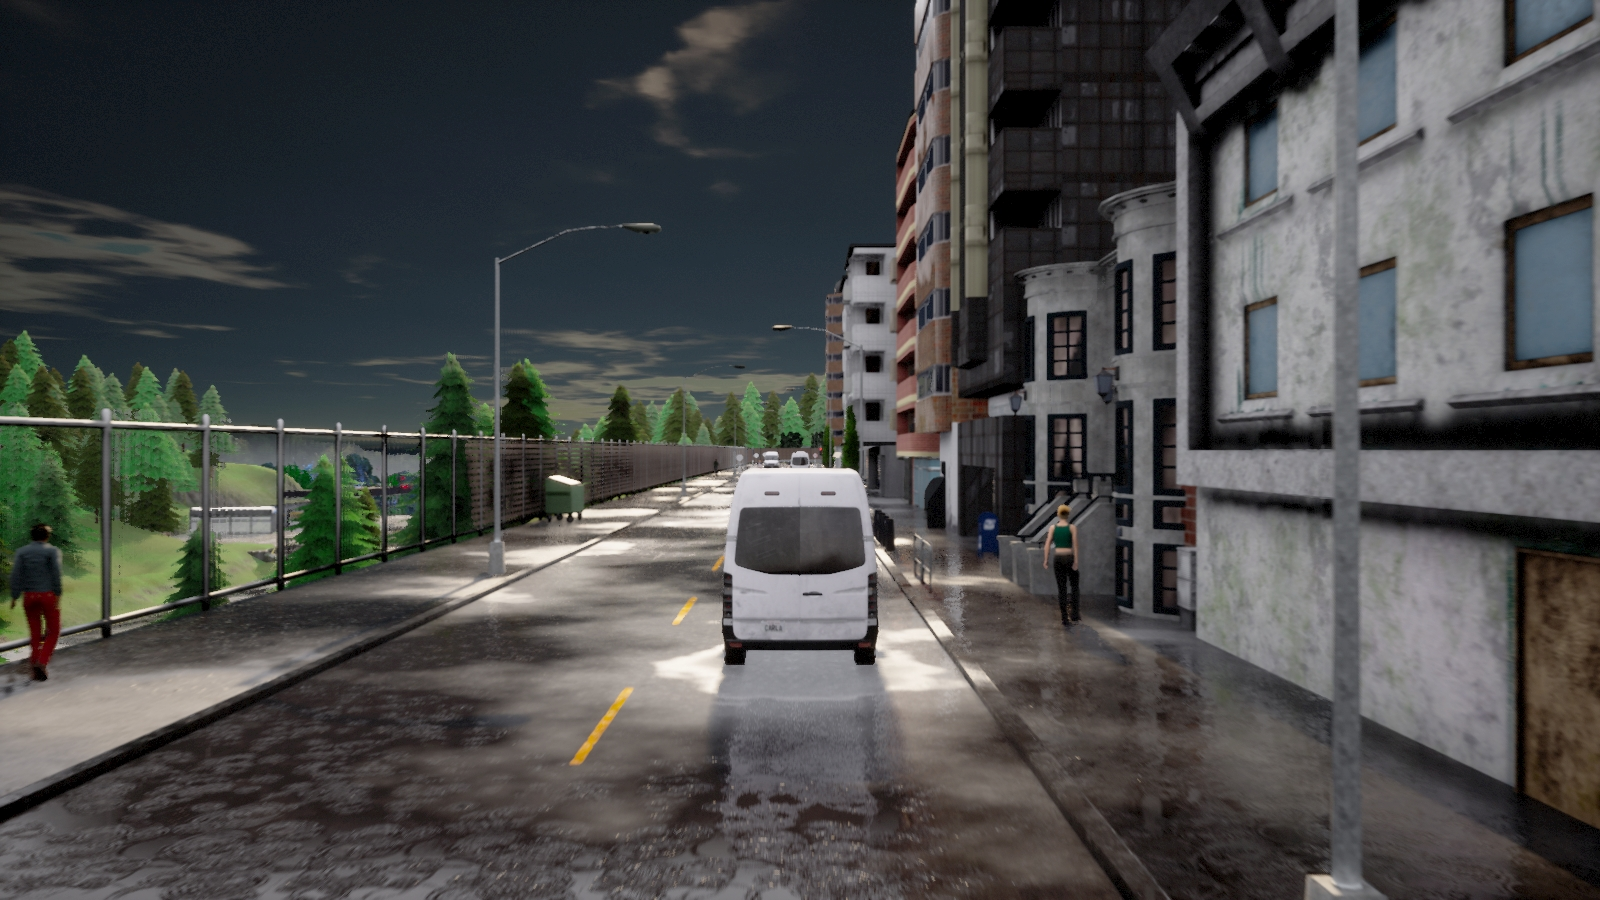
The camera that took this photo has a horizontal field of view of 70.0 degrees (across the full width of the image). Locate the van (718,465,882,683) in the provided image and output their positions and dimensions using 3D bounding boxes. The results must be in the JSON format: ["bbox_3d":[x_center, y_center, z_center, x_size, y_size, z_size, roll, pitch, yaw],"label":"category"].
[{"bbox_3d":[-0.003,1.534,16.778,1.988,2.561,5.915,0,0,0],"label":"van"}]

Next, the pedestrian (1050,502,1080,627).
[{"bbox_3d":[4.060,1.744,17.497,0.375,1.860,0.375,0,0,23],"label":"pedestrian"}]

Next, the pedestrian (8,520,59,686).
[{"bbox_3d":[-8.819,1.745,13.155,0.375,1.860,0.375,0,0,-13],"label":"pedestrian"}]
